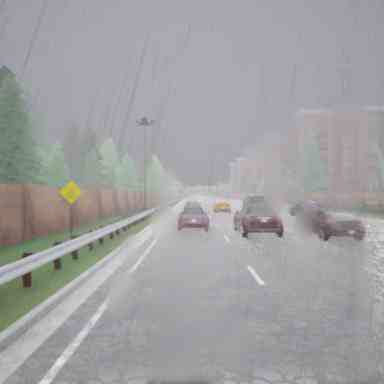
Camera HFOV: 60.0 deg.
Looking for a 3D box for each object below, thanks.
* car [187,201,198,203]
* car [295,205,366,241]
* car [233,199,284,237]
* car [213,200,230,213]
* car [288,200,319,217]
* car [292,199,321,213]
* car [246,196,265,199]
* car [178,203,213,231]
[{"bbox_3d":[0.079,1.789,40.419,1.994,1.385,4.181,0,0,0],"label":"car"},{"bbox_3d":[7.100,1.621,17.095,1.812,1.442,4.674,0,0,0],"label":"car"},{"bbox_3d":[3.598,1.456,18.726,2.097,1.767,4.553,0,0,0],"label":"car"},{"bbox_3d":[3.576,1.706,41.108,1.882,1.535,5.008,0,0,0],"label":"car"},{"bbox_3d":[10.598,1.722,31.355,2.033,1.411,5.357,0,0,0],"label":"car"},{"bbox_3d":[14.077,1.706,41.110,1.882,1.535,5.008,0,0,0],"label":"car"},{"bbox_3d":[7.091,1.434,37.930,2.150,2.045,5.566,0,0,0],"label":"car"},{"bbox_3d":[0.099,1.686,21.799,1.994,1.385,4.181,0,0,0],"label":"car"}]
